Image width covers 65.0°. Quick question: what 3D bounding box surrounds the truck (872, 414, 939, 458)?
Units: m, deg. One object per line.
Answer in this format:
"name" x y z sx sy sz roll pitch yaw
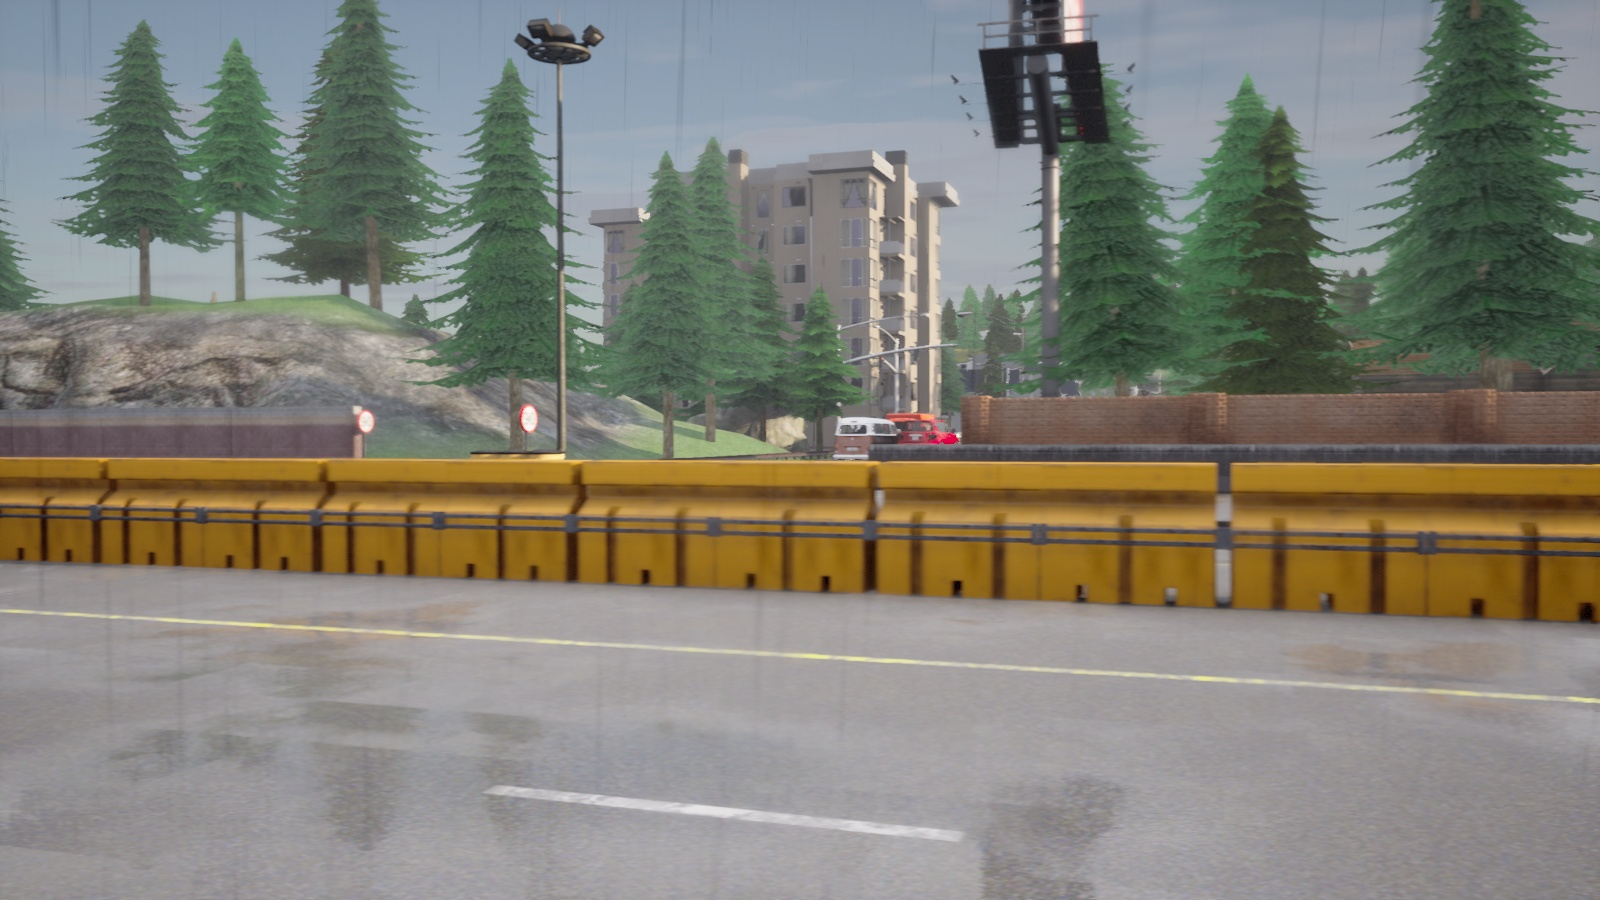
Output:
"truck" 6.138 -0.819 72.574 2.627 2.467 5.204 1 1 19

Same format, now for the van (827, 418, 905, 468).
"van" 2.808 -0.305 52.685 2.069 2.038 4.480 1 1 19

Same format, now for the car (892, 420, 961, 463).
"car" 6.412 -0.457 62.869 2.150 2.045 5.566 1 1 20
